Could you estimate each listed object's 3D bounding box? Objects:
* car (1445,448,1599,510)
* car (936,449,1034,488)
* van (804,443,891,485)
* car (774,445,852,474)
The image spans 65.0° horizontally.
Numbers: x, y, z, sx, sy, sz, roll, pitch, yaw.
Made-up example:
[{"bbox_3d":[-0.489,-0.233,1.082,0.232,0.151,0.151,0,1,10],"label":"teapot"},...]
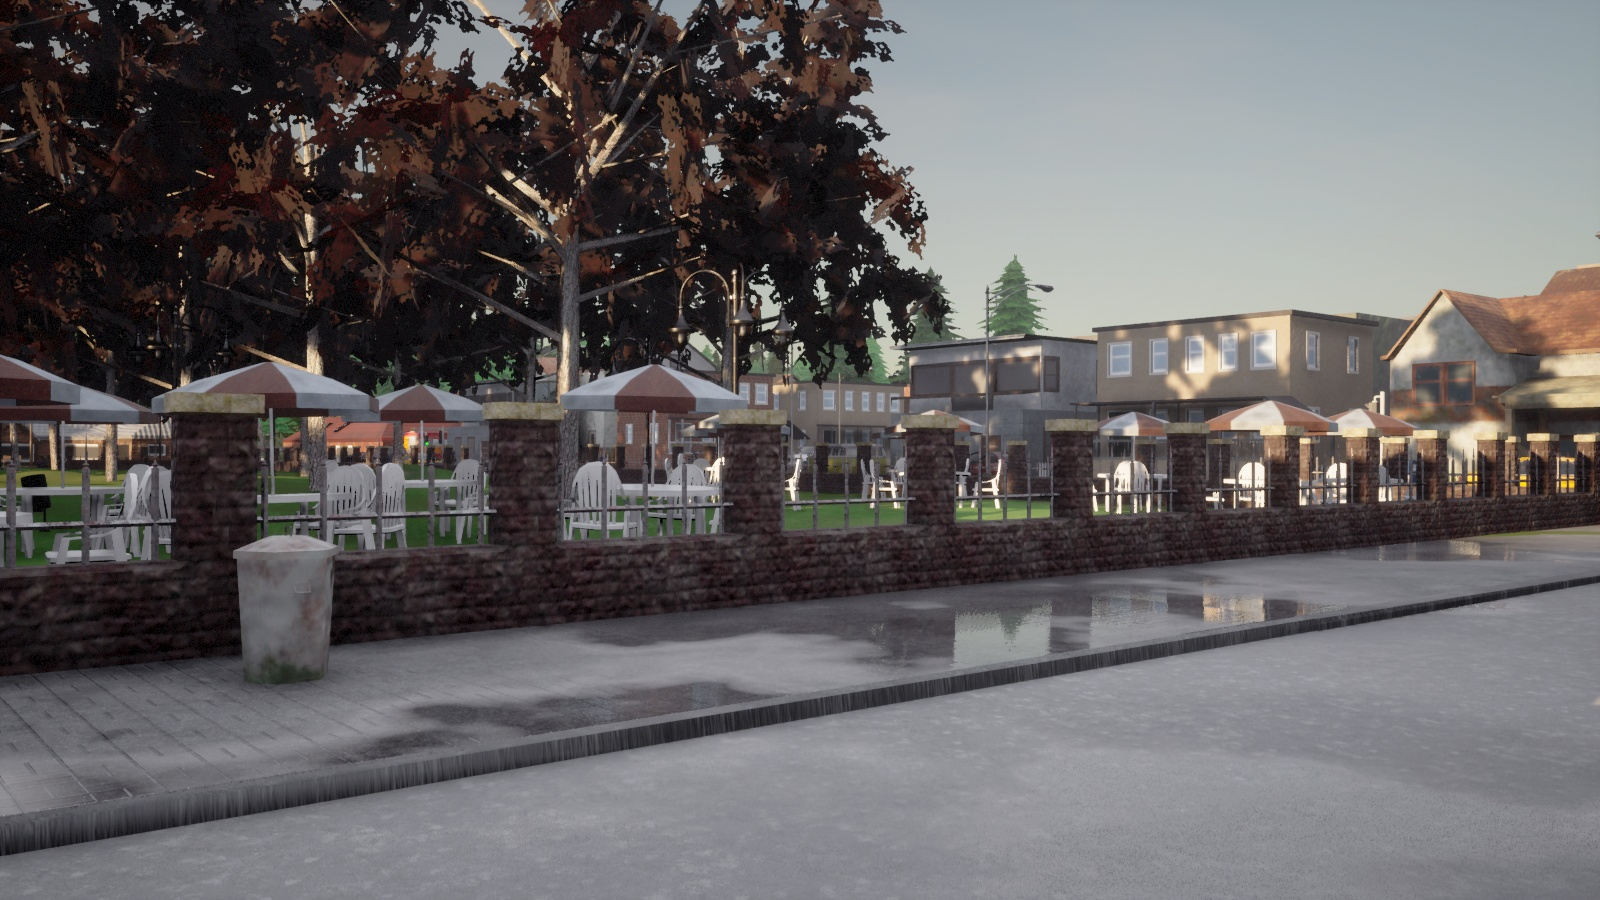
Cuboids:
[{"bbox_3d":[20.309,0.731,33.353,1.801,1.575,5.366,0,0,-39],"label":"car"},{"bbox_3d":[7.996,0.766,54.583,1.851,1.617,3.988,0,0,-40],"label":"car"},{"bbox_3d":[2.275,0.649,61.519,1.775,1.987,4.442,0,0,-39],"label":"van"},{"bbox_3d":[0.965,0.690,90.365,5.566,2.045,2.150,0,0,-39],"label":"car"}]
